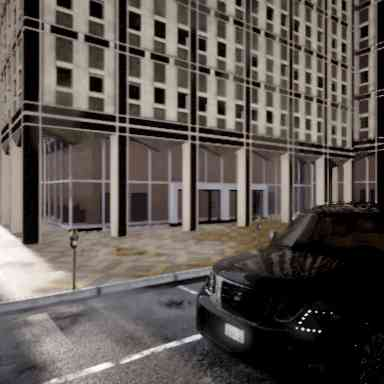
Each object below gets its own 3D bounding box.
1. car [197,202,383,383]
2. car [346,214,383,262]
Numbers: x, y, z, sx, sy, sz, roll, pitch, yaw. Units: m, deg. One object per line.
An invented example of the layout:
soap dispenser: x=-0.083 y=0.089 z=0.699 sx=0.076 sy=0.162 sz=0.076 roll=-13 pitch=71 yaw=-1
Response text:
car: x=2.722 y=1.222 z=5.320 sx=5.566 sy=2.045 sz=2.150 roll=0 pitch=0 yaw=-35
car: x=7.785 y=1.552 z=12.109 sx=4.403 sy=1.369 sz=2.008 roll=0 pitch=0 yaw=-35
